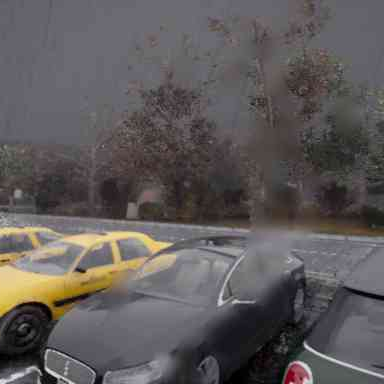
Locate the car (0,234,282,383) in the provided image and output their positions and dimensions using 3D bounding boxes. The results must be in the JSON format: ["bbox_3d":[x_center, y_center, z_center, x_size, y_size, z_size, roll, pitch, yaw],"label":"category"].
[{"bbox_3d":[0.254,1.487,4.974,2.231,1.521,4.892,0,0,36],"label":"car"}]

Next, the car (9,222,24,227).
[{"bbox_3d":[-4.053,1.513,8.269,1.946,1.575,5.366,-1,0,36],"label":"car"}]

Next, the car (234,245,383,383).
[{"bbox_3d":[2.494,1.354,3.329,2.185,1.767,4.553,0,0,36],"label":"car"}]

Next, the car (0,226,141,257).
[{"bbox_3d":[-2.110,1.495,6.426,1.946,1.575,5.366,0,0,36],"label":"car"}]
